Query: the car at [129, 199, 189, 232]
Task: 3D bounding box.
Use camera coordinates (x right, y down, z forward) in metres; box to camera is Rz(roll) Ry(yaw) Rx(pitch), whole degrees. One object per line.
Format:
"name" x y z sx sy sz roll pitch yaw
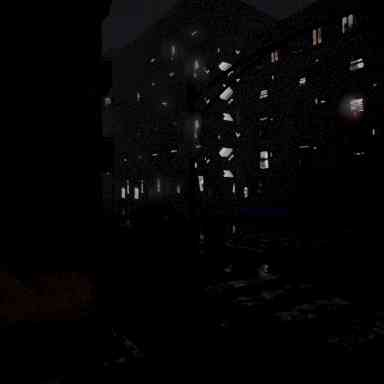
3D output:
"car" -1.856 1.441 20.033 1.967 1.590 4.097 0 0 -36

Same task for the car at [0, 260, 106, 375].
"car" -3.551 1.525 4.032 4.829 1.417 1.752 0 0 -36

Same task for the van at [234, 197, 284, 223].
"van" 4.932 1.280 24.945 1.690 1.788 3.998 0 0 -36

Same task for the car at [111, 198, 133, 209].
"car" -8.385 1.463 43.262 1.887 1.381 4.507 -1 0 -36

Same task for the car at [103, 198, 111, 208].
"car" -11.715 1.463 47.841 1.887 1.381 4.507 -1 0 -36
